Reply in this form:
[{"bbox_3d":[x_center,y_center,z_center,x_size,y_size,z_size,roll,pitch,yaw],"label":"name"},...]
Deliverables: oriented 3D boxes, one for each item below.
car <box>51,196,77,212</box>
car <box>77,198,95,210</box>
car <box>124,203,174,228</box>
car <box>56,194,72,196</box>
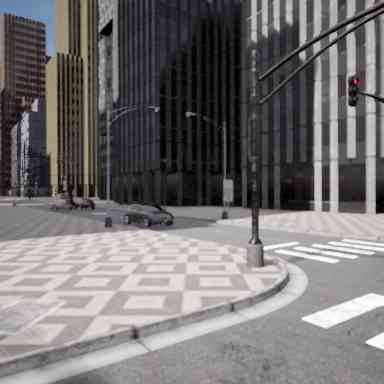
[{"bbox_3d":[-16.133,1.618,41.110,1.812,1.442,4.674,0,0,-35],"label":"car"},{"bbox_3d":[-14.266,1.587,43.837,1.837,1.490,4.892,0,0,-35],"label":"car"},{"bbox_3d":[-3.034,1.533,22.643,1.837,1.490,4.892,0,0,-35],"label":"car"},{"bbox_3d":[-20.338,1.331,52.289,2.150,2.045,5.566,0,0,-35],"label":"car"}]
